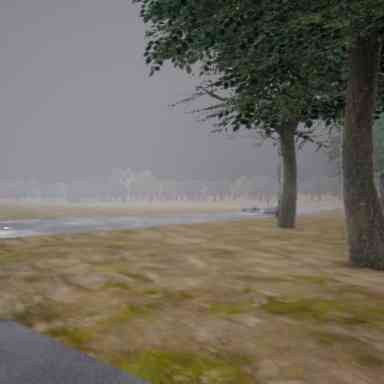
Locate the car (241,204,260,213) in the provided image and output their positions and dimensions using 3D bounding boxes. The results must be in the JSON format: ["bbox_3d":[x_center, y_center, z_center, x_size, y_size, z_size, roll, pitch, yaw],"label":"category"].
[{"bbox_3d":[11.026,3.102,62.829,1.882,1.535,5.008,0,0,37],"label":"car"}]

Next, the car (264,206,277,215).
[{"bbox_3d":[13.641,3.013,54.835,2.033,1.411,5.357,0,-2,35],"label":"car"}]
